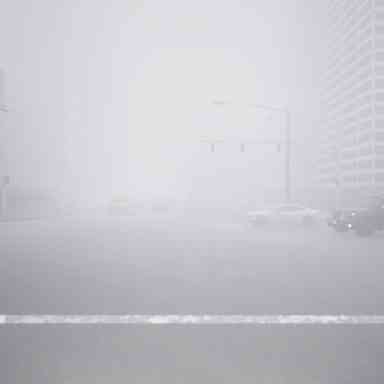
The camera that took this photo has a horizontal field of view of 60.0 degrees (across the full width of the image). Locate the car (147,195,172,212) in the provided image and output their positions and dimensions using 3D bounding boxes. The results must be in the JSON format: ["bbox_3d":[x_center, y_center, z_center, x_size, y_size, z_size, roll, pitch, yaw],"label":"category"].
[{"bbox_3d":[-3.639,1.436,38.095,1.837,1.490,4.892,0,0,0],"label":"car"}]

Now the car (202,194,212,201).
[{"bbox_3d":[3.387,1.234,74.814,2.033,1.411,5.357,0,0,0],"label":"car"}]

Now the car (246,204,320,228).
[{"bbox_3d":[5.845,1.487,21.349,4.674,1.442,1.812,0,0,0],"label":"car"}]

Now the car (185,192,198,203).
[{"bbox_3d":[-0.097,1.106,64.137,2.150,2.045,5.566,0,0,0],"label":"car"}]

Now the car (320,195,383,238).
[{"bbox_3d":[9.989,1.190,17.331,5.566,2.045,2.150,0,0,-8],"label":"car"}]

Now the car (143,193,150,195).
[{"bbox_3d":[-7.156,1.420,58.146,1.812,1.442,4.674,0,0,0],"label":"car"}]

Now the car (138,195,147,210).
[{"bbox_3d":[-7.154,1.470,42.702,2.033,1.411,5.357,0,0,0],"label":"car"}]

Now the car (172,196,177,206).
[{"bbox_3d":[-3.648,1.438,48.339,1.812,1.442,4.674,0,0,1],"label":"car"}]

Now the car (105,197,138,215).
[{"bbox_3d":[-7.174,1.292,33.226,2.097,1.767,4.553,0,0,1],"label":"car"}]

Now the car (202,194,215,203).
[{"bbox_3d":[3.402,1.235,64.916,2.097,1.767,4.553,0,0,0],"label":"car"}]
